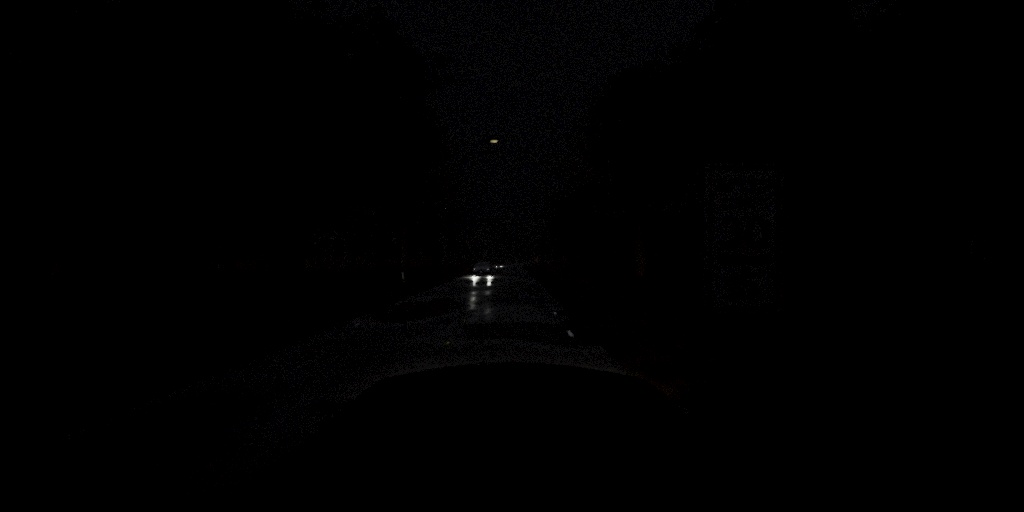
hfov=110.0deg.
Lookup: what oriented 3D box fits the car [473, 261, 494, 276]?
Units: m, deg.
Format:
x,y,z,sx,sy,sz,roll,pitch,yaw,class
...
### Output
x,y,z,sx,sy,sz,roll,pitch,yaw,class
-3.078,1.311,38.098,1.812,1.442,4.674,0,0,0,car
